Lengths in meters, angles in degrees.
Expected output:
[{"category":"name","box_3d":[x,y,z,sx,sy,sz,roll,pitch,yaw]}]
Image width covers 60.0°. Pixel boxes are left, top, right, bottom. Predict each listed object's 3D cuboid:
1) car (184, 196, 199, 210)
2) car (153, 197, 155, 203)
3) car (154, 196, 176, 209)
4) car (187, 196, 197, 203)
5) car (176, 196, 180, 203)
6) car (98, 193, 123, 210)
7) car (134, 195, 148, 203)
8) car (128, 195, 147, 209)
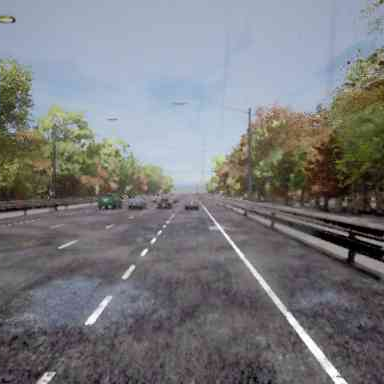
[{"category":"car","box_3d":[-0.028,1.502,43.218,2.033,1.411,5.357,0,0,0]},{"category":"car","box_3d":[-7.050,1.533,69.750,1.895,1.301,4.718,0,0,0]},{"category":"car","box_3d":[-3.525,1.478,43.999,1.812,1.442,4.674,0,0,0]},{"category":"car","box_3d":[-0.050,1.480,70.052,2.033,1.411,5.357,0,0,0]},{"category":"car","box_3d":[-3.550,1.479,69.967,2.033,1.411,5.357,0,0,0]},{"category":"car","box_3d":[-10.530,1.173,43.104,2.150,2.045,5.566,0,0,0]},{"category":"car","box_3d":[-10.550,1.462,69.310,2.128,1.511,4.902,0,0,0]},{"category":"car","box_3d":[-7.028,1.500,43.211,2.033,1.411,5.357,0,0,0]}]
